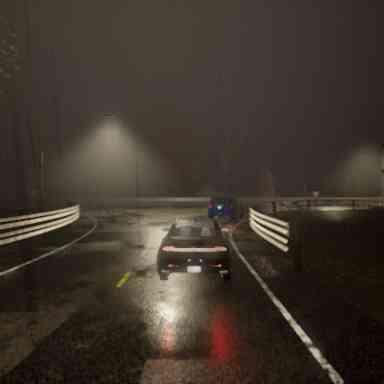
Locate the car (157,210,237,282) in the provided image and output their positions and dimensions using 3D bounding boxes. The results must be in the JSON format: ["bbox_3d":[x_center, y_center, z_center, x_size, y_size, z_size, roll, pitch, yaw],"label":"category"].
[{"bbox_3d":[0.114,1.516,9.846,2.128,1.511,4.902,0,0,1],"label":"car"}]

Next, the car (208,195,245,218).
[{"bbox_3d":[2.961,1.290,27.977,2.150,2.045,5.566,0,0,19],"label":"car"}]
